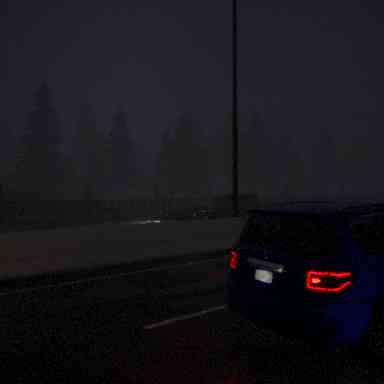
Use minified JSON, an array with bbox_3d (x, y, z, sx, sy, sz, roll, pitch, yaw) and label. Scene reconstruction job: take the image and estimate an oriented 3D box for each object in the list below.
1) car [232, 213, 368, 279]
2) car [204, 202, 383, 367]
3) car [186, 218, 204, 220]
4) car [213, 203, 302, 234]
[{"bbox_3d":[3.502,1.513,10.531,4.181,1.385,1.994,0,0,-35],"label":"car"},{"bbox_3d":[3.132,1.188,5.971,5.566,2.045,2.150,-1,0,-35],"label":"car"},{"bbox_3d":[2.427,1.134,22.900,5.566,2.045,2.150,0,0,-35],"label":"car"},{"bbox_3d":[4.003,1.463,19.726,5.357,1.411,2.033,0,0,-35],"label":"car"}]
